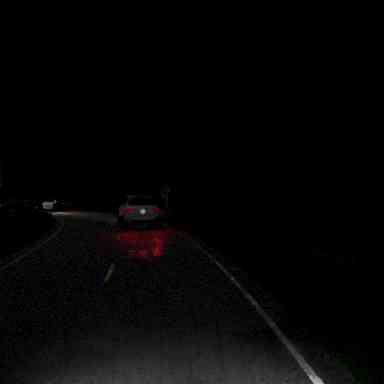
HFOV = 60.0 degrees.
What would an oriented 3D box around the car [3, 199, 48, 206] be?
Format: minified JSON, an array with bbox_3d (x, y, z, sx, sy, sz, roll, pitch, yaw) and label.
[{"bbox_3d":[-18.912,1.488,37.016,4.902,1.511,2.128,0,0,28],"label":"car"}]

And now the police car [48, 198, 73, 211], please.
[{"bbox_3d":[-16.370,1.486,39.287,4.974,1.542,2.038,0,0,32],"label":"police car"}]

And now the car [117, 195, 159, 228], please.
[{"bbox_3d":[-3.687,1.195,22.246,2.150,2.045,5.566,0,0,-17],"label":"car"}]
